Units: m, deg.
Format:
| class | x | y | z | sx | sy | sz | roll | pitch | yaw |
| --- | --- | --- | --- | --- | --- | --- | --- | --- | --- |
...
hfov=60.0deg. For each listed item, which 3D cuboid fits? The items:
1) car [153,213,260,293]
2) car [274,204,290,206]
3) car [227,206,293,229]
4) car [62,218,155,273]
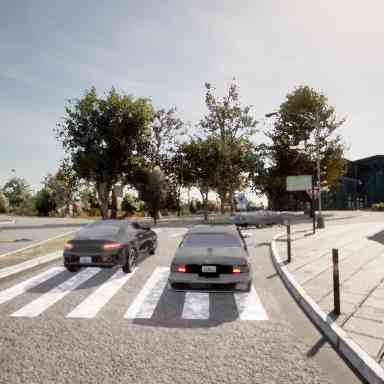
| class | x | y | z | sx | sy | sz | roll | pitch | yaw |
| --- | --- | --- | --- | --- | --- | --- | --- | --- | --- |
| car | 0.599 | 1.543 | 8.979 | 2.033 | 1.411 | 5.357 | -1 | 0 | 6 |
| car | 19.208 | 3.633 | 73.498 | 5.566 | 2.045 | 2.150 | -4 | -6 | 41 |
| car | 5.677 | 2.128 | 26.299 | 5.357 | 1.411 | 2.033 | 1 | -5 | -37 |
| car | -2.409 | 1.554 | 10.679 | 1.812 | 1.442 | 4.674 | -1 | 0 | 7 |
